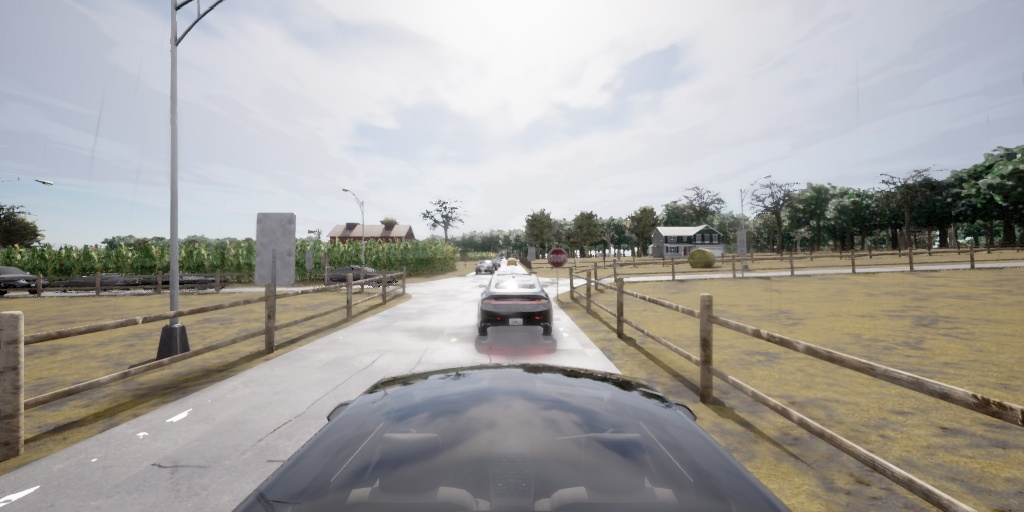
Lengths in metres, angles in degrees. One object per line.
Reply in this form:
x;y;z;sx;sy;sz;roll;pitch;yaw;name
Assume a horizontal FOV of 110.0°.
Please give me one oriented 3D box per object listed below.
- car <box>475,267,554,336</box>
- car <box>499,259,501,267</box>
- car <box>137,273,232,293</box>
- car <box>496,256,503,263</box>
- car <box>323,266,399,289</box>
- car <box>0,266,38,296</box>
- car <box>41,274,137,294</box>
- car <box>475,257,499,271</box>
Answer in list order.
0.057;1.245;10.380;2.128;1.511;4.902;0;0;-1;car
-2.916;1.321;49.172;1.895;1.301;4.718;0;0;0;car
-22.167;1.812;24.543;4.718;1.301;1.895;-1;-2;0;car
-2.914;1.233;61.398;1.812;1.442;4.674;0;0;0;car
-10.121;1.431;24.147;4.892;1.490;1.837;-2;-3;7;car
-35.443;1.703;24.538;5.566;2.045;2.150;-1;-2;0;car
-31.864;2.067;27.465;5.357;1.411;2.033;-1;-2;0;car
-2.950;1.222;39.978;2.128;1.511;4.902;0;0;1;car
